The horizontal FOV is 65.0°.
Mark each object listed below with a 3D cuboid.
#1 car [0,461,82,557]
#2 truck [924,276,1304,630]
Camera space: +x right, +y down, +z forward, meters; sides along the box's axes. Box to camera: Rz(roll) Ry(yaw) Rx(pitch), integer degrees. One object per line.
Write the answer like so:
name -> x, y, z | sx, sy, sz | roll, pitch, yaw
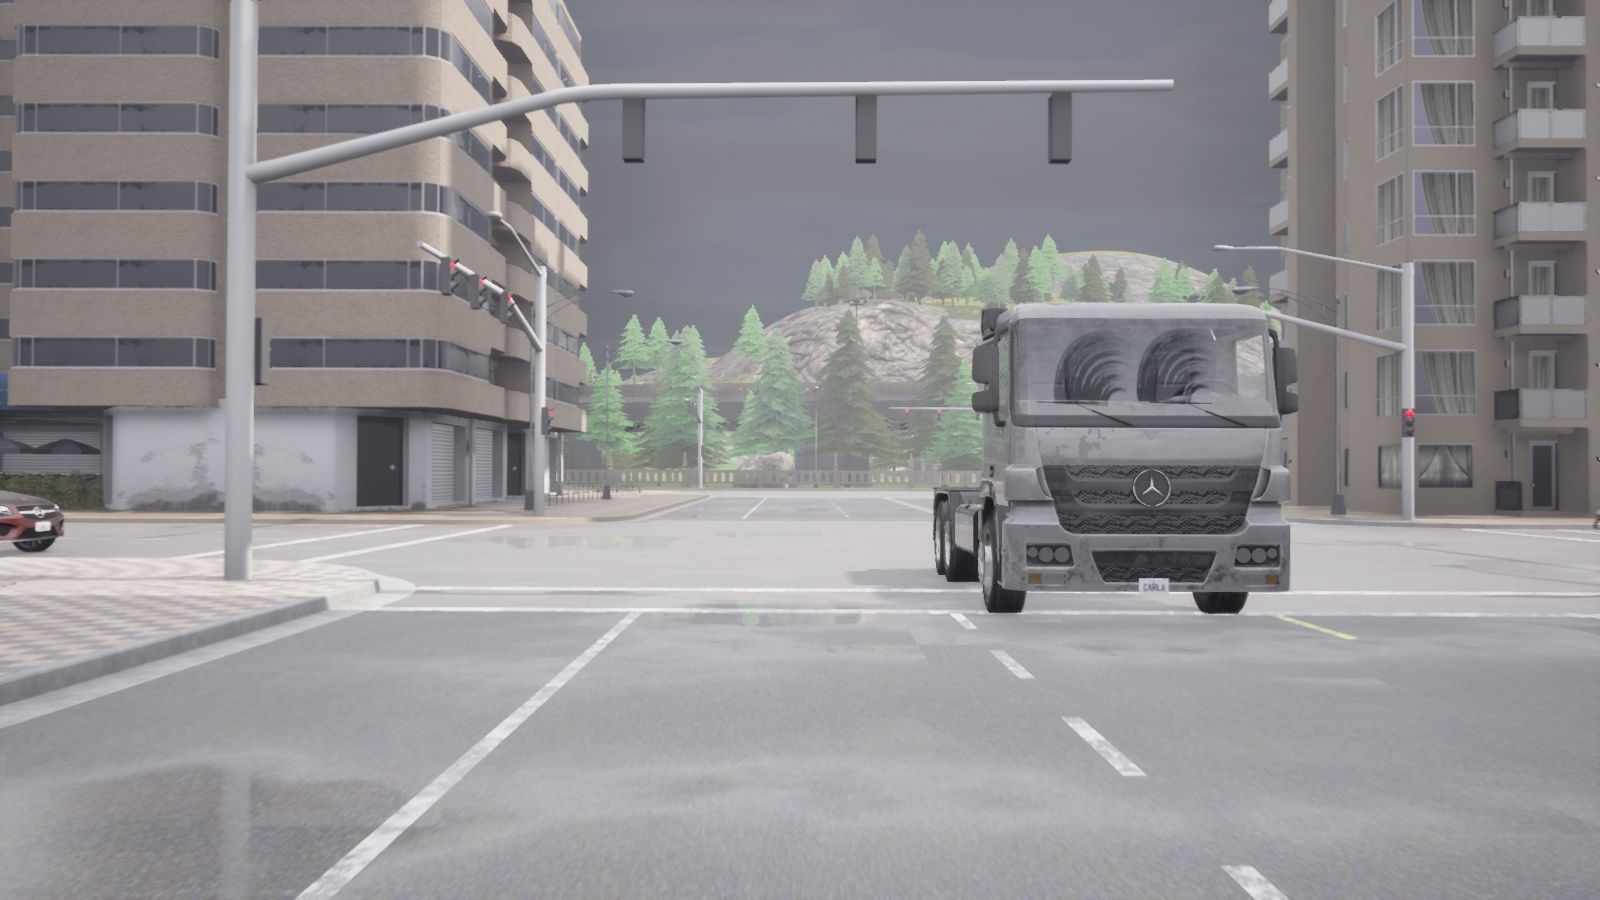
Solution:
car -> -16.066, 1.036, 22.625 | 5.027, 1.651, 2.152 | 0, -1, 0
truck -> 3.458, 0.091, 16.260 | 2.891, 3.462, 7.936 | 0, -1, 0
